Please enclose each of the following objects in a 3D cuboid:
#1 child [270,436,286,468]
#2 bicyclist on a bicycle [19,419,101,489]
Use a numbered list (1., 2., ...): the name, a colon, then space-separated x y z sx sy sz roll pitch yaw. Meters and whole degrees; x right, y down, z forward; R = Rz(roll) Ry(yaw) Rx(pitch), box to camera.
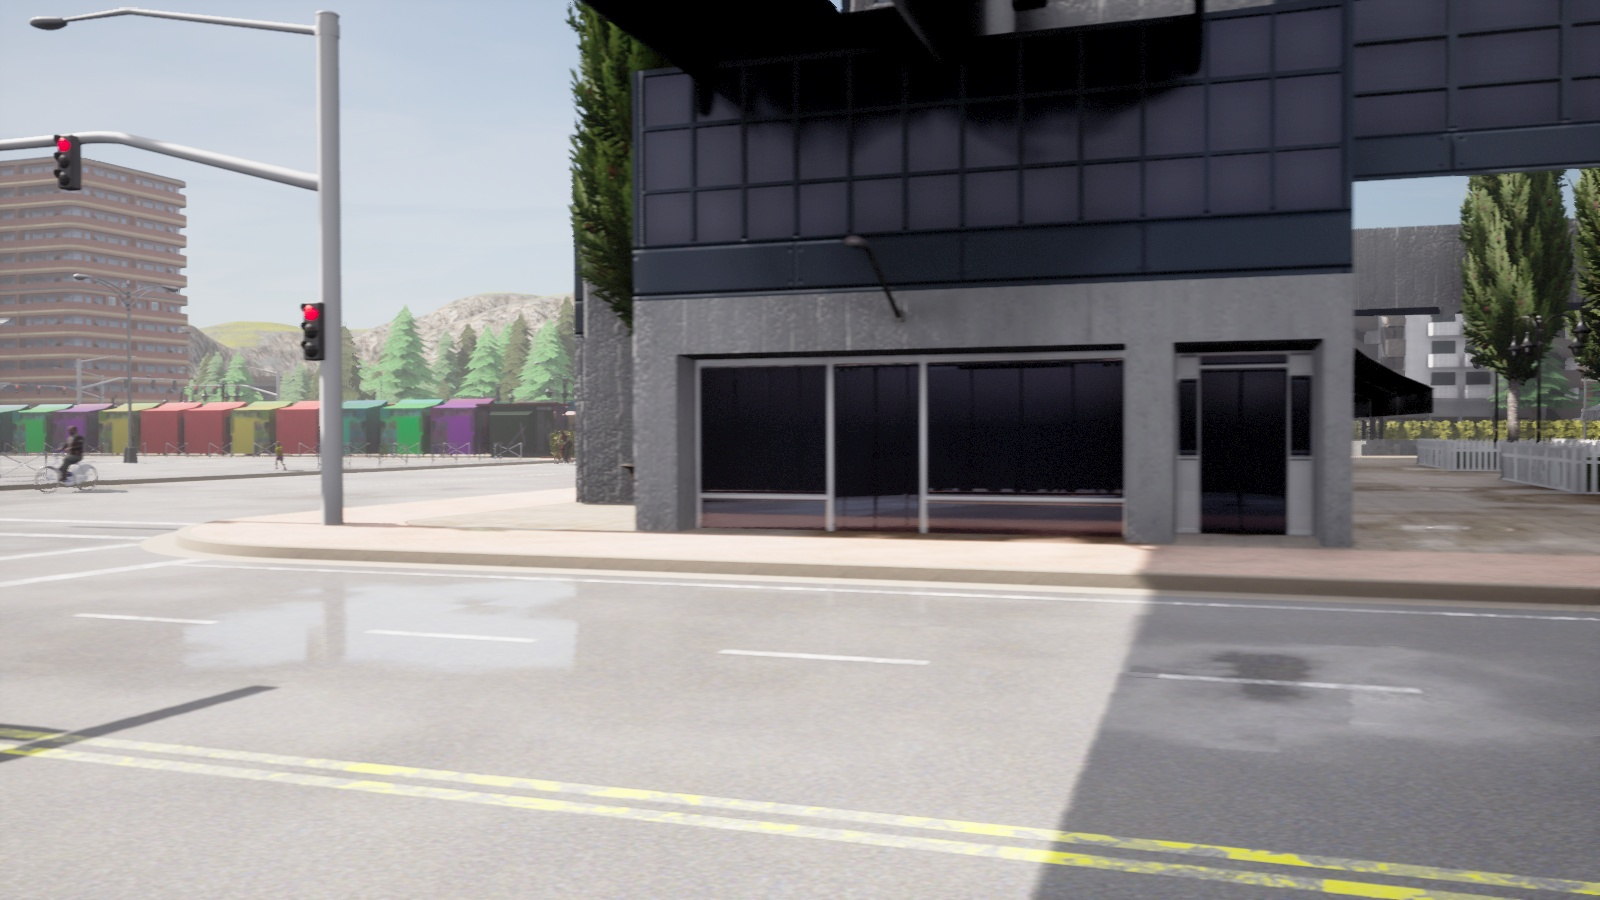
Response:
1. child: -18.940 0.066 45.532 0.299 1.160 0.473 1 1 20
2. bicyclist on a bicycle: -19.285 0.100 32.782 0.659 1.776 1.843 1 1 19
